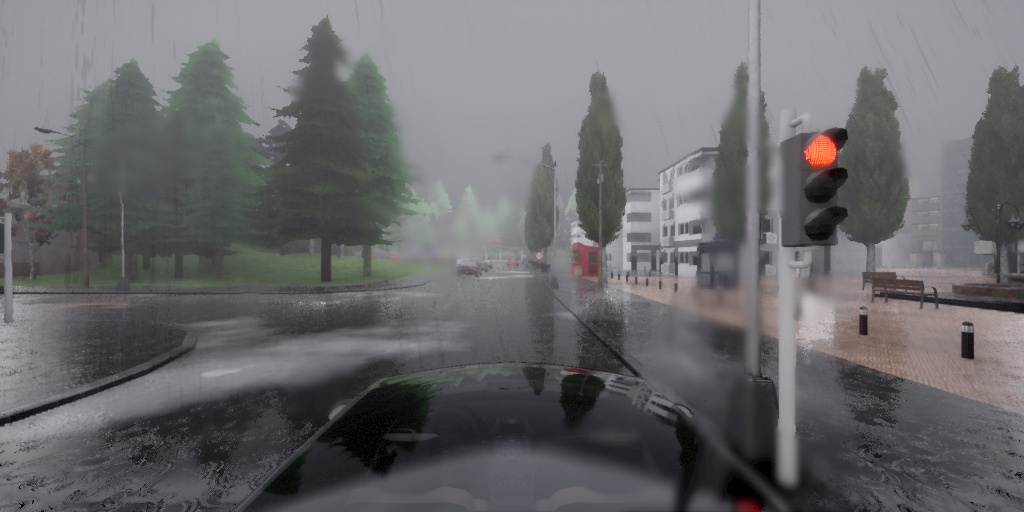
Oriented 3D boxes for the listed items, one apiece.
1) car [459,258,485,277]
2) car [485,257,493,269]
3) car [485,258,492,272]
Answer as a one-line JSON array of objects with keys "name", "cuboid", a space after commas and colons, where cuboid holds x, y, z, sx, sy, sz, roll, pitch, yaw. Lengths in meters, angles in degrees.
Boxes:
[{"name": "car", "cuboid": [-4.078, 1.228, 35.706, 1.882, 1.535, 5.008, 0, 0, 0]}, {"name": "car", "cuboid": [-4.012, 1.276, 55.753, 1.812, 1.442, 4.674, 0, 0, 0]}, {"name": "car", "cuboid": [-4.060, 1.314, 45.626, 1.994, 1.385, 4.181, 0, 0, 0]}]
